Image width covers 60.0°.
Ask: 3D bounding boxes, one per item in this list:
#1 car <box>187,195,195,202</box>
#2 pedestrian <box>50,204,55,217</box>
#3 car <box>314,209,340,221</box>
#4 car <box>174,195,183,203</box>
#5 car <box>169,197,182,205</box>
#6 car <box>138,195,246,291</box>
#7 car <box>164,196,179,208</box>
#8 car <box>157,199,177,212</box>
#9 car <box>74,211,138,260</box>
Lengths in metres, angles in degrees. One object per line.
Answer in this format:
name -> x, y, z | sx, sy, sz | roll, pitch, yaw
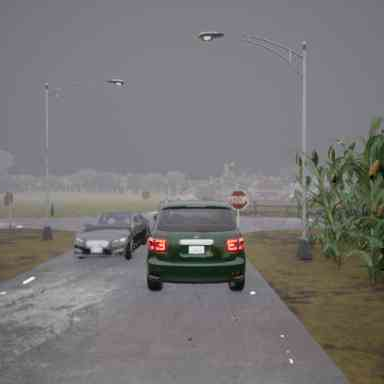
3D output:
car -> -0.158, 1.472, 80.817 | 1.882, 1.535, 5.008 | 0, 0, 0
pedestrian -> -12.238, 1.610, 29.166 | 0.500, 1.100, 0.500 | 0, 2, 0
car -> 12.562, 1.520, 26.282 | 5.357, 1.411, 2.033 | 0, 2, 0
car -> -2.890, 1.464, 71.720 | 1.882, 1.535, 5.008 | 0, 0, 0
car -> -2.941, 1.552, 59.635 | 1.994, 1.385, 4.181 | 0, 0, 0
car -> 0.086, 1.216, 9.153 | 2.150, 2.045, 5.566 | 0, 0, 0
car -> -2.933, 1.463, 48.576 | 1.882, 1.535, 5.008 | 0, 0, 0
car -> -2.924, 1.549, 39.833 | 1.994, 1.385, 4.181 | 0, 0, 0
car -> -2.794, 1.484, 12.475 | 2.128, 1.511, 4.902 | 0, 0, 2
